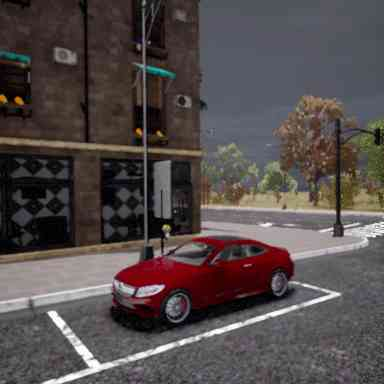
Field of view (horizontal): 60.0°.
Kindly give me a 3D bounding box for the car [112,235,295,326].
[{"bbox_3d":[0.436,1.603,7.005,4.206,1.307,1.802,0,-1,-35],"label":"car"}]
